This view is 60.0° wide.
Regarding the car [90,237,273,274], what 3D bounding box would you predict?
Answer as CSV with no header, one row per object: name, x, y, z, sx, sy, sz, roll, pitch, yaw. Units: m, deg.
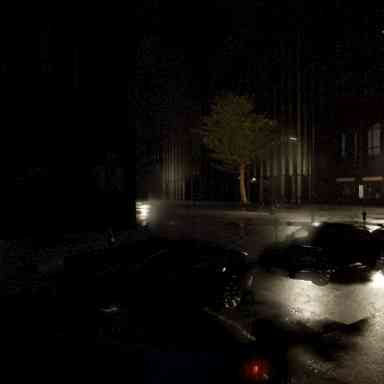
car,-0.762,1.566,6.116,4.313,1.339,1.947,0,0,-36

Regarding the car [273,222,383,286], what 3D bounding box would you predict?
car,3.817,1.566,9.402,4.313,1.339,1.947,0,0,-36

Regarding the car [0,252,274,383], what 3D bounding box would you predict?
car,-1.841,1.547,2.068,5.357,1.411,2.033,0,0,-35

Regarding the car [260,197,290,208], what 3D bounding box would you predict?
car,12.324,1.572,49.673,1.837,1.490,4.892,0,0,-36
